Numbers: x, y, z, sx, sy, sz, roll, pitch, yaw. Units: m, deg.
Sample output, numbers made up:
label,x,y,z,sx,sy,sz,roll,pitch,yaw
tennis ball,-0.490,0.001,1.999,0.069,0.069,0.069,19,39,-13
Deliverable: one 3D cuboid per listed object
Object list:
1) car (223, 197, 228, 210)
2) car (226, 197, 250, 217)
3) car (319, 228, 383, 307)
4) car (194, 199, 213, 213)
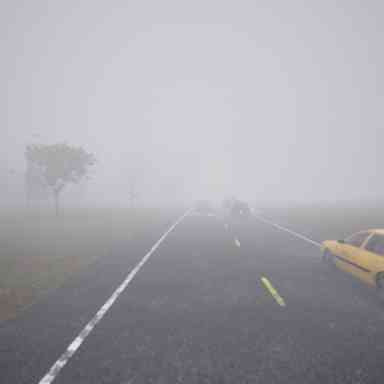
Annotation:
label,x,y,z,sx,sy,sz,roll,pitch,yaw
car,5.193,1.396,44.698,2.097,1.767,4.553,0,0,4
car,4.537,1.547,32.214,1.837,1.490,4.892,0,0,4
car,4.657,1.498,7.816,1.801,1.575,5.366,0,0,1
car,1.277,1.540,37.195,1.812,1.442,4.674,0,0,3
